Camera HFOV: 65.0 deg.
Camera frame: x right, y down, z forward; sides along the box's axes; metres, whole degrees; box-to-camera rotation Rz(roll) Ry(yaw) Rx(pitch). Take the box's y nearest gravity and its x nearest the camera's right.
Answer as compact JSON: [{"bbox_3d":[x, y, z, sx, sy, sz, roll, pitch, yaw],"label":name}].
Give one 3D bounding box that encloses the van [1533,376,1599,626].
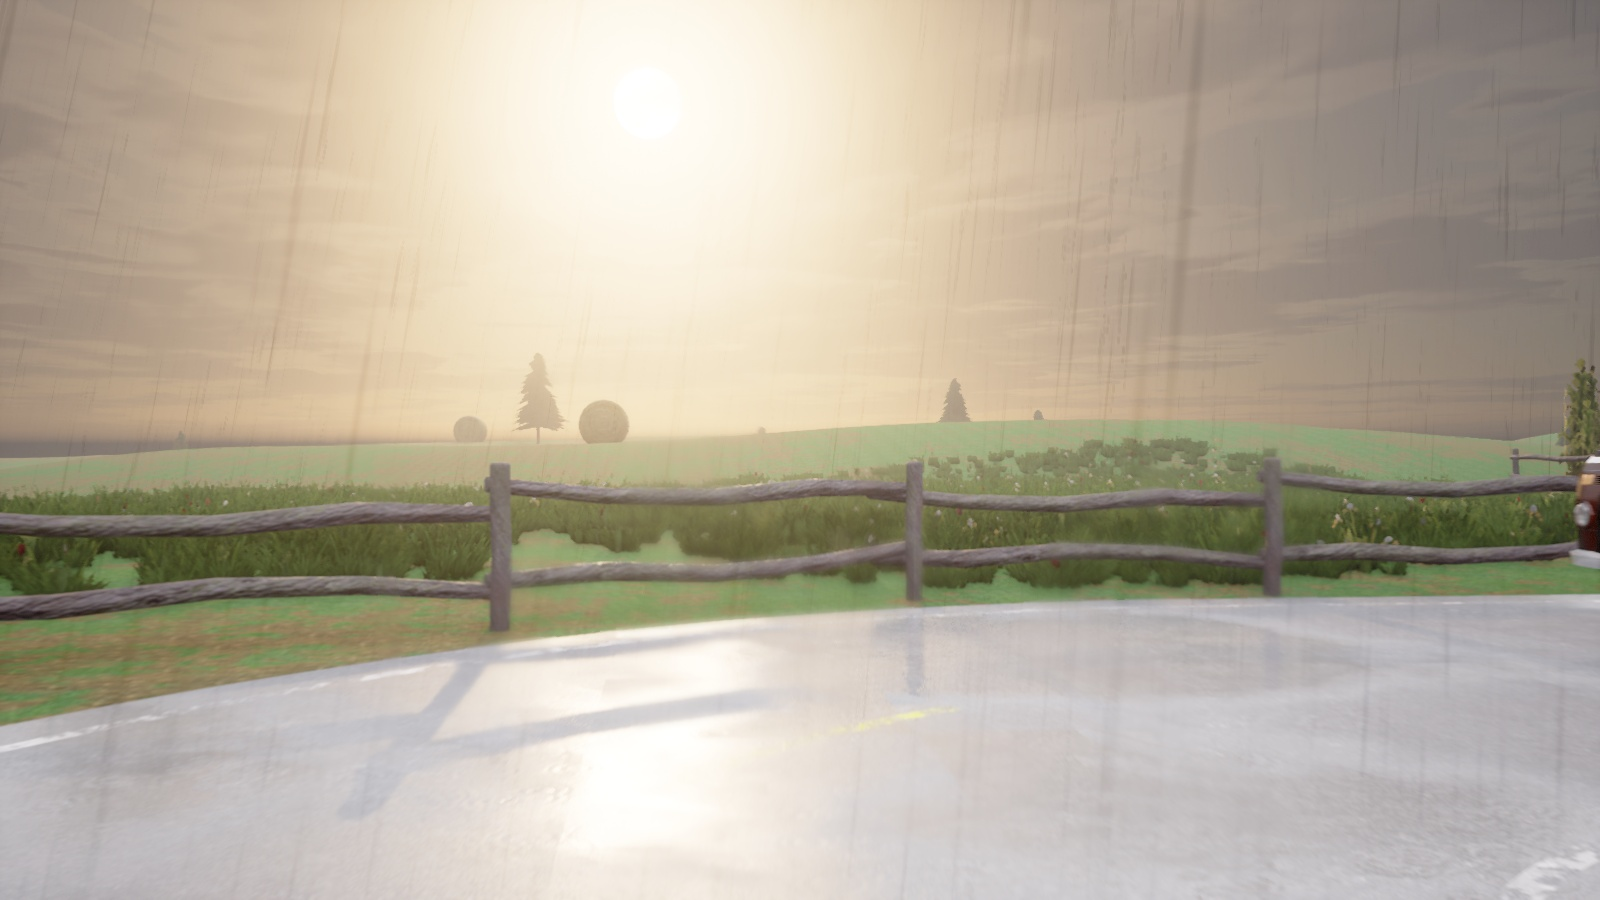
[{"bbox_3d":[8.781,0.421,10.232,4.480,2.038,2.069,0,0,-5],"label":"van"}]
